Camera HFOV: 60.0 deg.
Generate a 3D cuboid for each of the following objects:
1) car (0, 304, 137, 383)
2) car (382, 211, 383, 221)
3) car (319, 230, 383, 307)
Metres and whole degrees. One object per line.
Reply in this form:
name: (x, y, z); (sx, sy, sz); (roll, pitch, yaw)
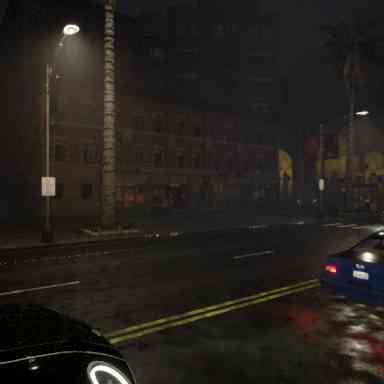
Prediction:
car: (-2.539, 1.352, 1.880); (4.553, 1.767, 2.097); (0, 0, -36)
car: (15.572, 1.477, 23.621); (5.008, 1.535, 1.882); (0, 0, -31)
car: (5.093, 1.547, 7.473); (5.357, 1.411, 2.033); (0, 0, -36)
